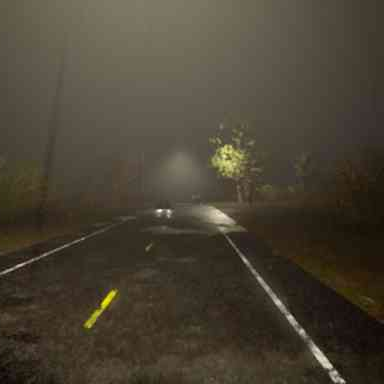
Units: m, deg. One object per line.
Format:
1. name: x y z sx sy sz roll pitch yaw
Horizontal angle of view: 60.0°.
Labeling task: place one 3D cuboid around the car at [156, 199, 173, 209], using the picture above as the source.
1. car: -3.585 1.560 43.754 1.994 1.385 4.181 0 0 0

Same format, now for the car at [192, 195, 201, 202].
1. car: 1.052 1.461 75.084 1.882 1.535 5.008 0 0 0

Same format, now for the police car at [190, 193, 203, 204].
1. police car: 1.052 1.413 65.193 1.930 1.638 5.238 0 0 0
